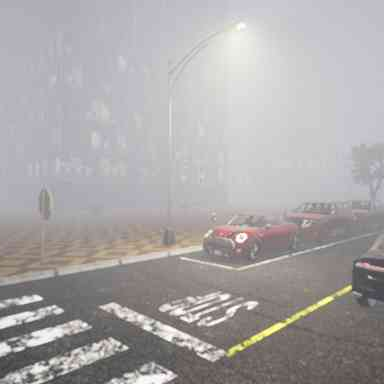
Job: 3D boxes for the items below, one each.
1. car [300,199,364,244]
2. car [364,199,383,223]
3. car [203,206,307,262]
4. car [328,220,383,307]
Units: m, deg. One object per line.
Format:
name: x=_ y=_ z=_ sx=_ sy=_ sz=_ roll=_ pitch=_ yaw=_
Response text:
car: x=6.250 y=1.345 z=16.268 sx=5.009 sy=1.841 sz=2.192 roll=0 pitch=0 yaw=-45
car: x=10.251 y=1.353 z=20.253 sx=5.009 sy=1.841 sz=2.192 roll=0 pitch=0 yaw=-45
car: x=2.249 y=1.461 z=12.283 sx=4.097 sy=1.590 sz=1.967 roll=0 pitch=0 yaw=-45
car: x=4.999 y=1.505 z=7.000 sx=4.902 sy=1.511 sz=2.128 roll=0 pitch=0 yaw=-45
